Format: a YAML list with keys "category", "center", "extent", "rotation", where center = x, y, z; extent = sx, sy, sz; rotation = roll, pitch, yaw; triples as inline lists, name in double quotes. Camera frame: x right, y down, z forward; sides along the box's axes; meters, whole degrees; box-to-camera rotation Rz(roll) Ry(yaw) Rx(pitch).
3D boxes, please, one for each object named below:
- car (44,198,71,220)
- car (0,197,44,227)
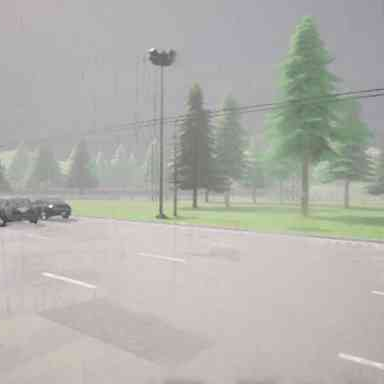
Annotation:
- category: "car"
  center: [-10.975, 1.240, 24.722]
  extent: [4.892, 1.490, 1.837]
  rotation: [0, 0, 36]
- category: "car"
  center: [-11.715, 1.109, 20.949]
  extent: [4.553, 1.767, 2.097]
  rotation: [1, 1, 36]
